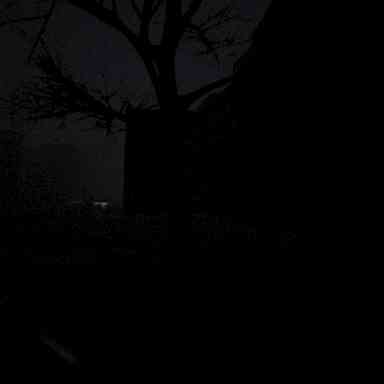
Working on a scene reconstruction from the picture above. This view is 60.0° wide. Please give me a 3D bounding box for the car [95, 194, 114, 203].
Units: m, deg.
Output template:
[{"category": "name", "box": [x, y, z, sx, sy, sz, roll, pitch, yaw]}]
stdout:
[{"category": "car", "box": [-15.997, 1.140, 61.021, 1.837, 1.490, 4.892, 2, 0, 11]}]
